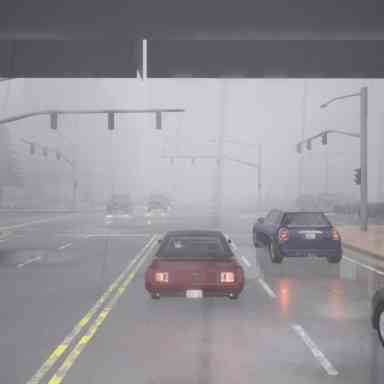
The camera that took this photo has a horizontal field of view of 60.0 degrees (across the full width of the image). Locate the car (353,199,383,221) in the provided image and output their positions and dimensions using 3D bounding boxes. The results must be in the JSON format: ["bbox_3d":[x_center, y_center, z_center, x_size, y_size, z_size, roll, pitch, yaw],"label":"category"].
[{"bbox_3d":[16.061,1.505,26.797,4.892,1.490,1.837,0,0,1],"label":"car"}]

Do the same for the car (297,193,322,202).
[{"bbox_3d":[16.642,1.153,48.193,1.932,1.855,4.605,0,0,0],"label":"car"}]

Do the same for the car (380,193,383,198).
[{"bbox_3d":[39.086,1.153,65.764,1.932,1.855,4.605,0,0,0],"label":"car"}]

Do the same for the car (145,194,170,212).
[{"bbox_3d":[-4.007,1.223,38.337,2.150,2.045,5.566,0,0,-6],"label":"car"}]

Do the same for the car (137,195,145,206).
[{"bbox_3d":[-8.031,1.351,53.415,2.097,1.767,4.553,0,0,0],"label":"car"}]

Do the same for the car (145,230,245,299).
[{"bbox_3d":[0.066,1.601,8.384,1.895,1.301,4.718,0,0,0],"label":"car"}]

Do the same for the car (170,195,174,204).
[{"bbox_3d":[-4.540,1.492,54.490,2.128,1.511,4.902,0,0,0],"label":"car"}]

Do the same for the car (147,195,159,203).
[{"bbox_3d":[-8.043,1.478,68.801,1.882,1.535,5.008,0,0,0],"label":"car"}]

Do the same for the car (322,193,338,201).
[{"bbox_3d":[33.489,1.153,80.809,1.932,1.855,4.605,0,0,0],"label":"car"}]

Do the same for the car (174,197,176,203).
[{"bbox_3d":[-4.548,1.355,69.612,2.097,1.767,4.553,0,0,0],"label":"car"}]

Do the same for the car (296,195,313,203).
[{"bbox_3d":[22.189,1.395,65.623,1.970,1.475,3.806,0,0,0],"label":"car"}]

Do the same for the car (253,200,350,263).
[{"bbox_3d":[3.580,1.352,12.150,2.097,1.767,4.553,0,0,0],"label":"car"}]

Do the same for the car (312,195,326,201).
[{"bbox_3d":[30.806,1.364,80.750,1.784,1.438,3.905,0,0,0],"label":"car"}]

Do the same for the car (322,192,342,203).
[{"bbox_3d":[19.536,1.156,48.148,1.905,1.878,3.866,0,0,0],"label":"car"}]

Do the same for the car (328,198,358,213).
[{"bbox_3d":[16.667,1.564,33.962,4.181,1.385,1.994,0,0,1],"label":"car"}]

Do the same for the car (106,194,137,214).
[{"bbox_3d":[-7.841,1.222,36.505,2.150,2.045,5.566,0,0,-2],"label":"car"}]

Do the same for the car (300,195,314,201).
[{"bbox_3d":[27.911,1.395,80.742,1.970,1.475,3.806,0,0,0],"label":"car"}]

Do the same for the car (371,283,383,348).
[{"bbox_3d":[3.600,1.505,3.062,1.837,1.490,4.892,0,0,0],"label":"car"}]
